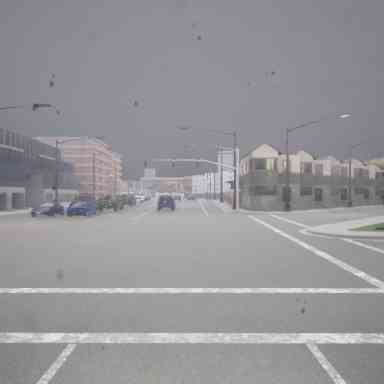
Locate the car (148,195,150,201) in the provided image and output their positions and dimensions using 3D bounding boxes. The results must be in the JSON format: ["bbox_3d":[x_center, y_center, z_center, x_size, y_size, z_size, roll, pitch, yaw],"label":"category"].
[{"bbox_3d":[-10.627,1.300,75.528,1.882,1.535,5.008,0,0,0],"label":"car"}]

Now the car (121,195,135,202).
[{"bbox_3d":[-14.124,1.364,73.439,2.033,1.411,5.357,0,0,0],"label":"car"}]

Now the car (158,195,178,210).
[{"bbox_3d":[-3.473,1.416,45.999,2.150,2.045,5.566,0,1,0],"label":"car"}]

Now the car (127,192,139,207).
[{"bbox_3d":[-10.677,1.307,54.950,2.150,2.045,5.566,0,1,0],"label":"car"}]

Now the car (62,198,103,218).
[{"bbox_3d":[-10.654,1.662,32.629,1.882,1.535,5.008,0,-1,0],"label":"car"}]

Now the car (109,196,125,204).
[{"bbox_3d":[-14.143,1.500,62.940,1.994,1.385,4.181,0,1,1],"label":"car"}]

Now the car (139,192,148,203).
[{"bbox_3d":[-10.644,1.120,65.317,2.150,2.045,5.566,0,1,0],"label":"car"}]

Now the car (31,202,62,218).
[{"bbox_3d":[-14.157,1.710,32.968,1.812,1.442,4.674,0,0,0],"label":"car"}]

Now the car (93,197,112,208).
[{"bbox_3d":[-14.176,1.641,53.116,1.812,1.442,4.674,0,1,0],"label":"car"}]

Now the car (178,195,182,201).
[{"bbox_3d":[-3.637,1.377,81.158,2.128,1.511,4.902,0,-1,0],"label":"car"}]

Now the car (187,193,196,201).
[{"bbox_3d":[-0.131,1.420,77.859,1.895,1.301,4.718,0,-1,0],"label":"car"}]

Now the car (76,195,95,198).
[{"bbox_3d":[-14.169,1.429,43.811,2.150,2.045,5.566,0,0,0],"label":"car"}]

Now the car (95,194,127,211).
[{"bbox_3d":[-10.665,1.426,44.208,2.150,2.045,5.566,0,0,1],"label":"car"}]

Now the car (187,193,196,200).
[{"bbox_3d":[-0.148,1.139,87.819,2.097,1.767,4.553,0,-2,0],"label":"car"}]
